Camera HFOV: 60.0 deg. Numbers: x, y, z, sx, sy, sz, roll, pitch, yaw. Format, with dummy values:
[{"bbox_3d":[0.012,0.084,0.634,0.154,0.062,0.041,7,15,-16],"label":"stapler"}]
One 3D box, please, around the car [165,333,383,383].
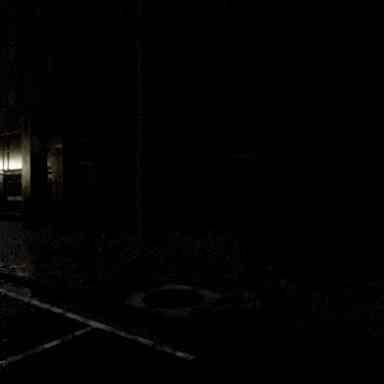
[{"bbox_3d":[1.779,1.545,1.696,4.507,1.381,1.887,0,0,36],"label":"car"}]
